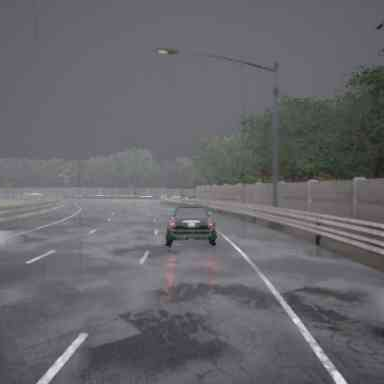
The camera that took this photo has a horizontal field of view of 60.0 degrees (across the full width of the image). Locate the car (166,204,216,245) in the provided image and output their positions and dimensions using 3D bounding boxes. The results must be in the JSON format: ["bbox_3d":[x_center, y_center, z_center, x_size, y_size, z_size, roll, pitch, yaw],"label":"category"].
[{"bbox_3d":[-0.144,1.351,15.690,2.097,1.767,4.553,0,0,-3],"label":"car"}]

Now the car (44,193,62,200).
[{"bbox_3d":[-35.128,1.168,85.138,4.902,1.511,2.128,1,0,44],"label":"car"}]

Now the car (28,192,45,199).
[{"bbox_3d":[-38.647,1.224,83.698,4.718,1.301,1.895,1,0,44],"label":"car"}]
